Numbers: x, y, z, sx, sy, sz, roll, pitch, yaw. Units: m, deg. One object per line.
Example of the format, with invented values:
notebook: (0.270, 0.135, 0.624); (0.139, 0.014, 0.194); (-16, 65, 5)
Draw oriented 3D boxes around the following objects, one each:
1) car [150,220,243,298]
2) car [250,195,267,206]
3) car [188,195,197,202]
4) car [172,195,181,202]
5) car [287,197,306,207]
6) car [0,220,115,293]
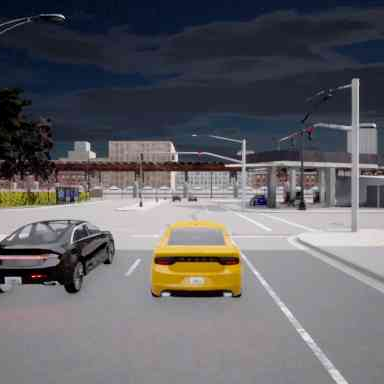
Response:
car: (0.101, 1.468, 8.576); (1.882, 1.535, 5.008); (0, 0, 0)
car: (9.818, 1.253, 48.849); (2.242, 1.667, 4.611); (0, 0, 0)
car: (0.161, 1.446, 73.545); (1.994, 1.385, 4.181); (0, 0, 0)
car: (-3.339, 1.386, 73.552); (1.837, 1.490, 4.892); (0, 0, 0)
car: (15.564, 1.425, 49.599); (1.970, 1.475, 3.806); (0, 0, 0)
car: (-3.398, 1.474, 8.793); (2.128, 1.511, 4.902); (0, 0, 0)
